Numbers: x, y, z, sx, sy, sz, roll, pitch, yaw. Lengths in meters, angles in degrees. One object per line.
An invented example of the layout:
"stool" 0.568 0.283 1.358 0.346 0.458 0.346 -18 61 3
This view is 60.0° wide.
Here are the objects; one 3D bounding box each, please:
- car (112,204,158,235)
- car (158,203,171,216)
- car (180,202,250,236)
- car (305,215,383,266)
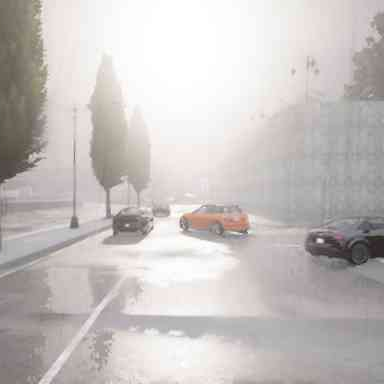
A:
"car" -3.413 1.647 20.017 1.882 1.535 5.008 0 -1 0
"car" -3.397 1.948 37.619 1.895 1.301 4.718 0 -1 0
"car" 1.188 1.468 19.371 2.097 1.767 4.553 0 -1 -35
"car" 5.885 1.457 11.008 4.181 1.385 1.994 -1 -1 -19
